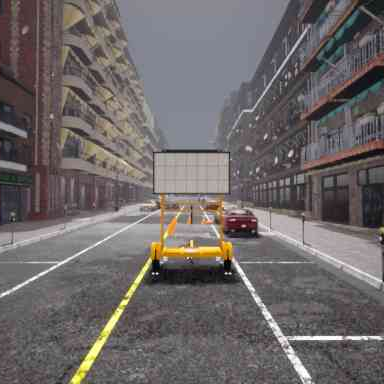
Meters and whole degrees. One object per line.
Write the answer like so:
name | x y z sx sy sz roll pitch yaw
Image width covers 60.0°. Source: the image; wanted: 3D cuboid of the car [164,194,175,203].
car | -5.286 1.522 79.711 2.192 1.841 5.009 1 0 0

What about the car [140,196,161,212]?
car | -5.293 1.592 40.828 1.752 1.417 4.829 2 0 0

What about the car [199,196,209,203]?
car | 2.598 1.622 74.120 1.967 1.590 4.097 1 0 0

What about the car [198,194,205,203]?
car | 2.588 1.681 63.058 1.887 1.381 4.507 1 0 0

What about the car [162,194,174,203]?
car | -5.287 1.497 74.181 2.192 1.841 5.009 1 0 0

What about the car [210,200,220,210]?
car | 2.587 1.554 24.514 1.752 1.417 4.829 1 0 0

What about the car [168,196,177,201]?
car | -5.292 1.826 90.773 1.947 1.339 4.313 1 0 0

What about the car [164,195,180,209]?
car | -2.749 1.571 45.699 2.128 1.511 4.902 0 0 0

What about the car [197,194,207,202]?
car | 2.560 1.547 85.182 2.192 1.841 5.009 1 0 0

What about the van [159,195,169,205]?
van | -5.288 1.478 63.121 1.690 1.788 3.998 1 0 0

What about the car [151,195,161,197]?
car | -5.287 1.397 46.530 2.192 1.841 5.009 2 0 0

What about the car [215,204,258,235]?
car | 2.586 1.564 18.812 1.887 1.381 4.507 1 0 0

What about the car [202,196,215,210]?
car | 2.587 1.612 40.934 1.887 1.381 4.507 1 0 0

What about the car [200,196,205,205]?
car | 2.587 1.632 46.466 2.008 1.369 4.403 1 0 0

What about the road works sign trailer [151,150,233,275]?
road works sign trailer | -0.009 0.472 10.484 2.380 3.560 2.880 0 0 0
